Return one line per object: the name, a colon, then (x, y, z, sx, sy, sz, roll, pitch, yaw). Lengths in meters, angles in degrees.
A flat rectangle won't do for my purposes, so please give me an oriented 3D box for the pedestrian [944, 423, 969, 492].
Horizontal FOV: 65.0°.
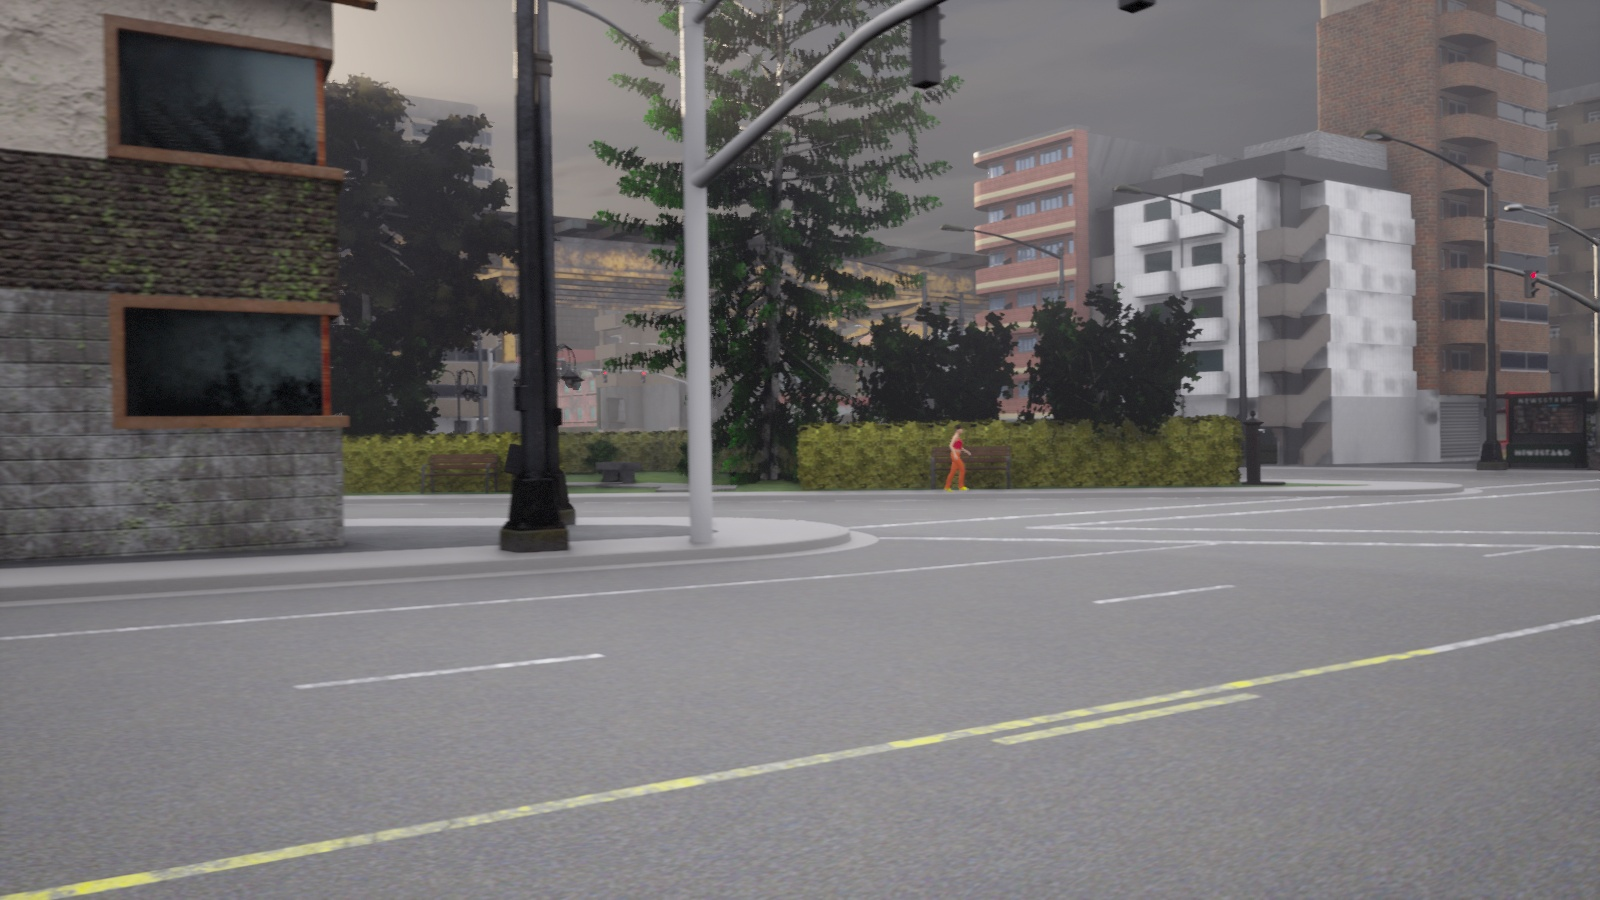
pedestrian: (4.218, 0.188, 33.756, 0.594, 1.836, 0.345, -1, 1, 13)
